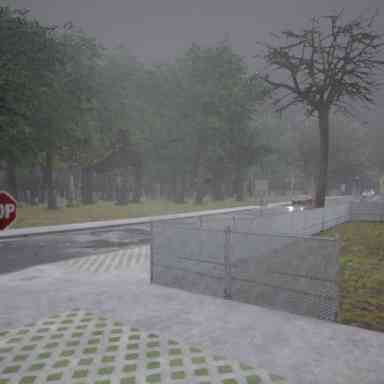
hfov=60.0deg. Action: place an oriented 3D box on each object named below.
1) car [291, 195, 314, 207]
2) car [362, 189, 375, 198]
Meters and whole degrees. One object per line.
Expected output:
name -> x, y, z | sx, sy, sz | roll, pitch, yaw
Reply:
car -> 15.296, 1.113, 45.872 | 1.882, 1.535, 5.008 | 2, 2, 36
car -> 40.762, 0.360, 76.679 | 2.150, 2.045, 5.566 | 2, 2, 36
